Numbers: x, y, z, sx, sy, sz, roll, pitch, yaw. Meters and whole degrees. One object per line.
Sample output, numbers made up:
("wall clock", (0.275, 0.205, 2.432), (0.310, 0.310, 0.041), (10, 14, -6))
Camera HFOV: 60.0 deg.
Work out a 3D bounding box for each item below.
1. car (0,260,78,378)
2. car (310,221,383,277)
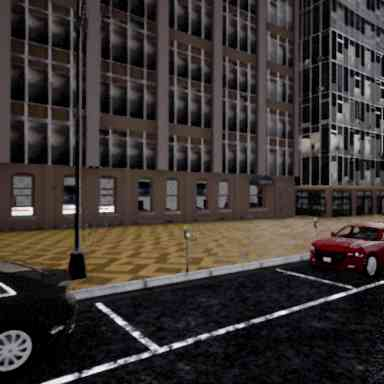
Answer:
("car", (-3.673, 1.543, 3.944), (4.403, 1.369, 2.008), (1, -1, -36))
("car", (5.593, 1.653, 10.557), (4.507, 1.381, 1.887), (1, -1, -36))
